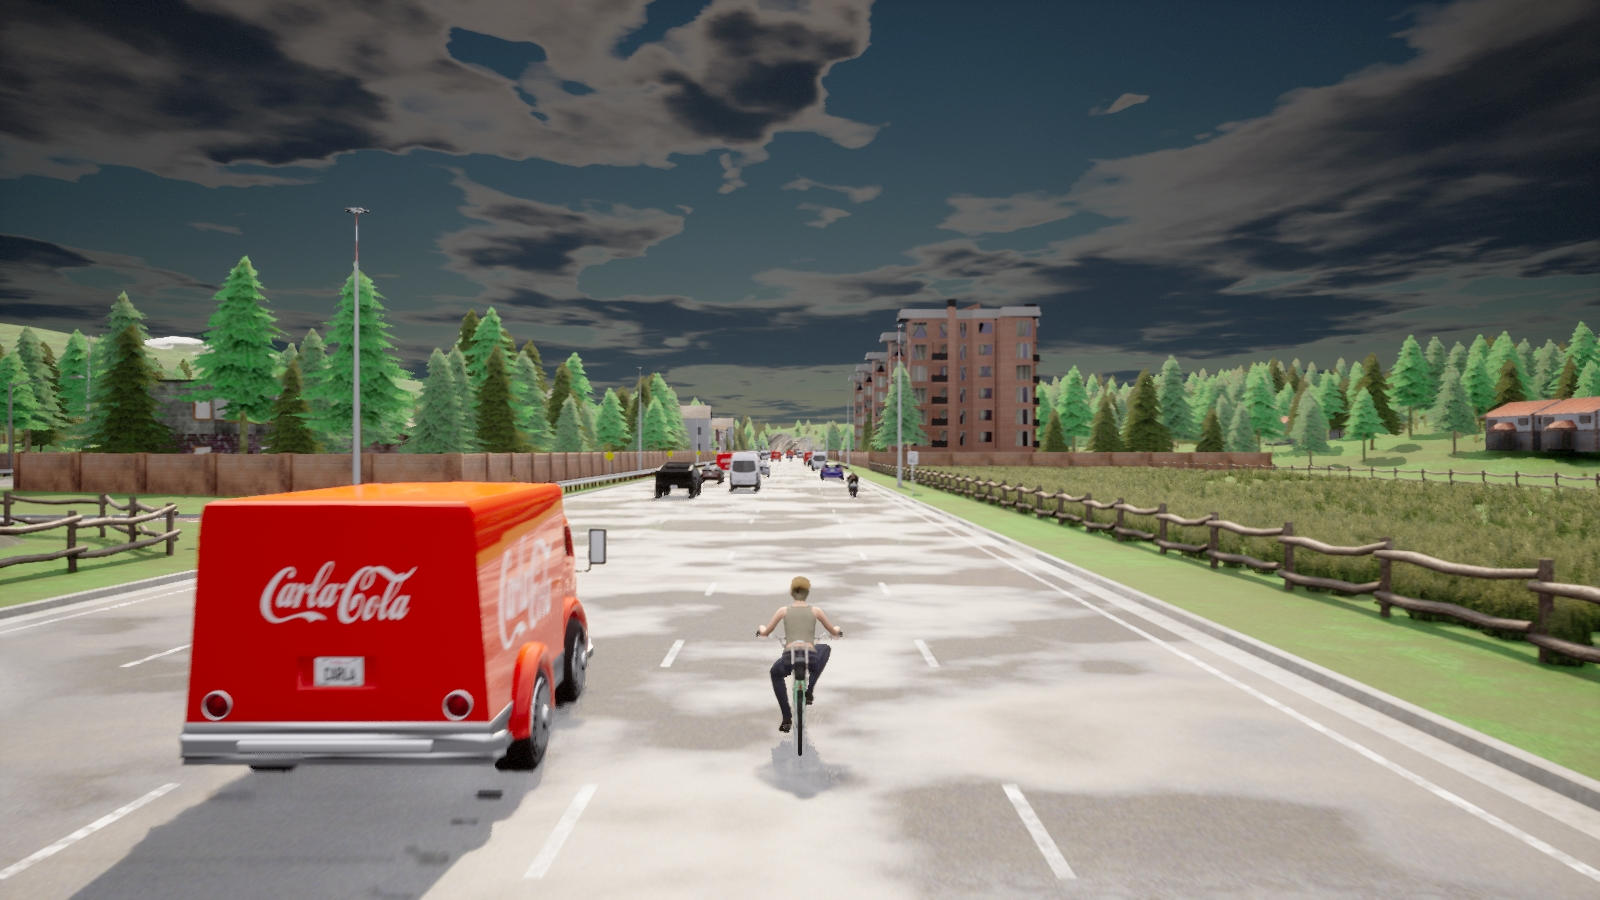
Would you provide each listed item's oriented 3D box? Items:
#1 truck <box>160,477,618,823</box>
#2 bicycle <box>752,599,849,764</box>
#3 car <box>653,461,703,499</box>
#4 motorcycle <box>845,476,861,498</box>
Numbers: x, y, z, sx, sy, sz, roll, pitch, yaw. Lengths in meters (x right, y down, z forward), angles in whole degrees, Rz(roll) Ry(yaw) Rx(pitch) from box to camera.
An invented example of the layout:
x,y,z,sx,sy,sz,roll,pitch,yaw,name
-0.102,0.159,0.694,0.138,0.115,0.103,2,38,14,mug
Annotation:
x,y,z,sx,sy,sz,roll,pitch,yaw,name
-3.509,1.571,11.205,2.627,2.467,5.204,0,0,0,truck
-0.001,2.159,10.918,0.859,1.276,1.487,0,0,0,bicycle
-7.275,1.758,68.792,2.390,2.098,6.274,0,0,0,car
3.221,2.210,69.236,0.867,1.251,2.209,0,0,0,motorcycle
